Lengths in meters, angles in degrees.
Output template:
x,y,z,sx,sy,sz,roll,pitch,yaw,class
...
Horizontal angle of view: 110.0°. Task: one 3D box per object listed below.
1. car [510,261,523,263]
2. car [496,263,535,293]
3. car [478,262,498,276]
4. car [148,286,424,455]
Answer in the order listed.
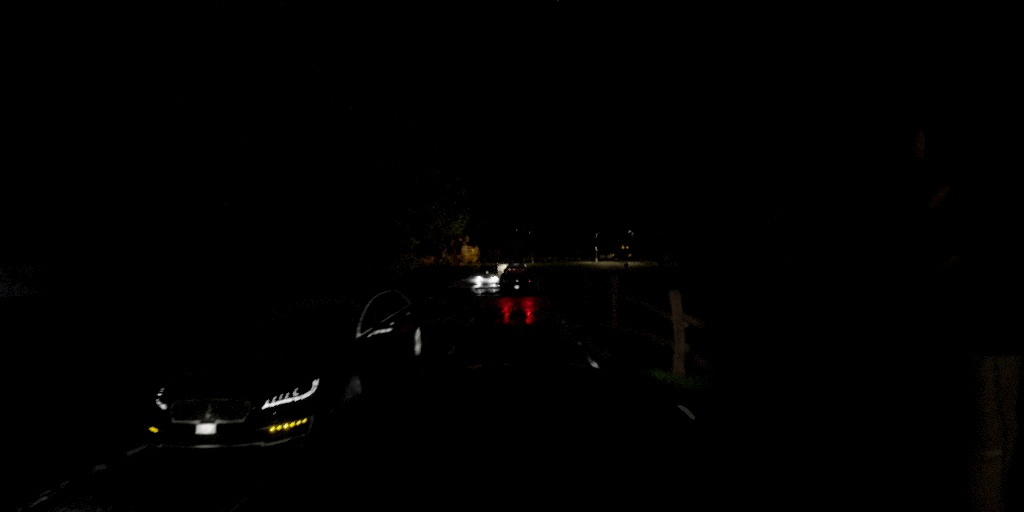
x,y,z,sx,sy,sz,roll,pitch,yaw,class
0.408,1.187,34.703,2.033,1.411,5.357,-1,0,1,car
0.284,1.287,20.487,1.895,1.301,4.718,-1,0,1,car
-2.409,1.293,37.139,1.895,1.301,4.718,-1,0,0,car
-2.767,1.300,5.684,1.837,1.490,4.892,-1,0,0,car
